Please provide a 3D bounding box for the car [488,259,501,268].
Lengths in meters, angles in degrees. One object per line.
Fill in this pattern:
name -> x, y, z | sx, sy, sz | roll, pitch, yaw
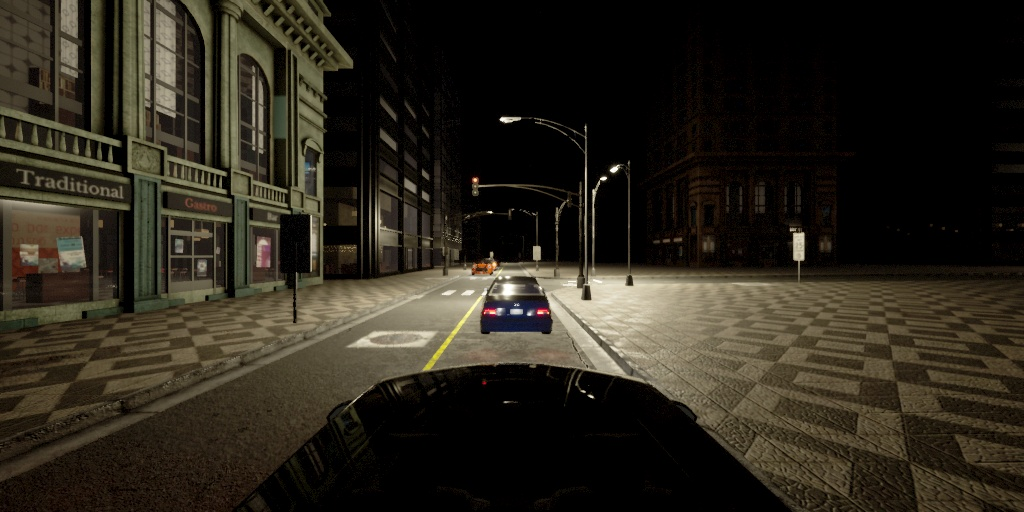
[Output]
car -> -3.079, 1.307, 64.119 | 2.033, 1.411, 5.357 | 0, 0, 0

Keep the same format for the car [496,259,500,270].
car -> -3.113, 1.106, 47.903 | 2.097, 1.767, 4.553 | 0, 0, 0

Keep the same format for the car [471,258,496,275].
car -> -3.089, 1.103, 38.160 | 2.097, 1.767, 4.553 | 0, 0, -1

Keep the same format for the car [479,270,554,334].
car -> 0.096, 1.297, 10.547 | 2.033, 1.411, 5.357 | 0, 0, 0
